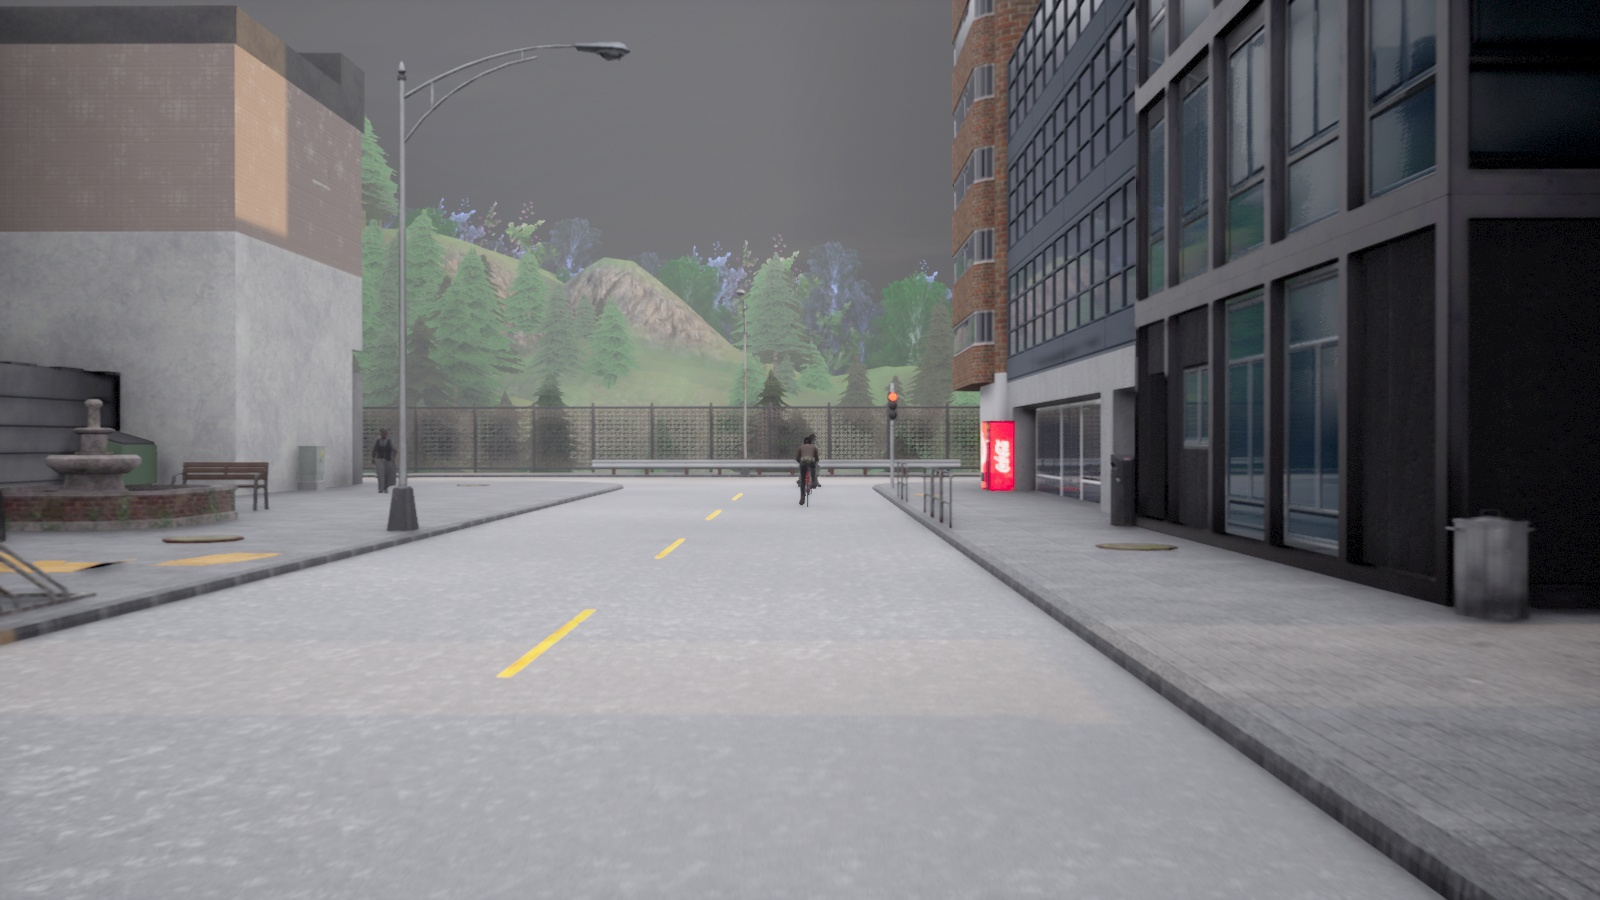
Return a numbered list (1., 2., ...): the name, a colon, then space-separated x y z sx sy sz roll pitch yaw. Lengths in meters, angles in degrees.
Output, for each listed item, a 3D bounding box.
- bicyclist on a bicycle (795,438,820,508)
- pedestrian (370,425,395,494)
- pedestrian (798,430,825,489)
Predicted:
1. bicyclist on a bicycle: 0.183 0.532 29.713 0.582 1.620 1.656 0 0 0
2. pedestrian: -11.473 0.256 34.531 0.563 1.883 0.849 0 0 -12
3. pedestrian: 0.387 0.309 42.118 0.873 1.952 0.659 0 0 0
